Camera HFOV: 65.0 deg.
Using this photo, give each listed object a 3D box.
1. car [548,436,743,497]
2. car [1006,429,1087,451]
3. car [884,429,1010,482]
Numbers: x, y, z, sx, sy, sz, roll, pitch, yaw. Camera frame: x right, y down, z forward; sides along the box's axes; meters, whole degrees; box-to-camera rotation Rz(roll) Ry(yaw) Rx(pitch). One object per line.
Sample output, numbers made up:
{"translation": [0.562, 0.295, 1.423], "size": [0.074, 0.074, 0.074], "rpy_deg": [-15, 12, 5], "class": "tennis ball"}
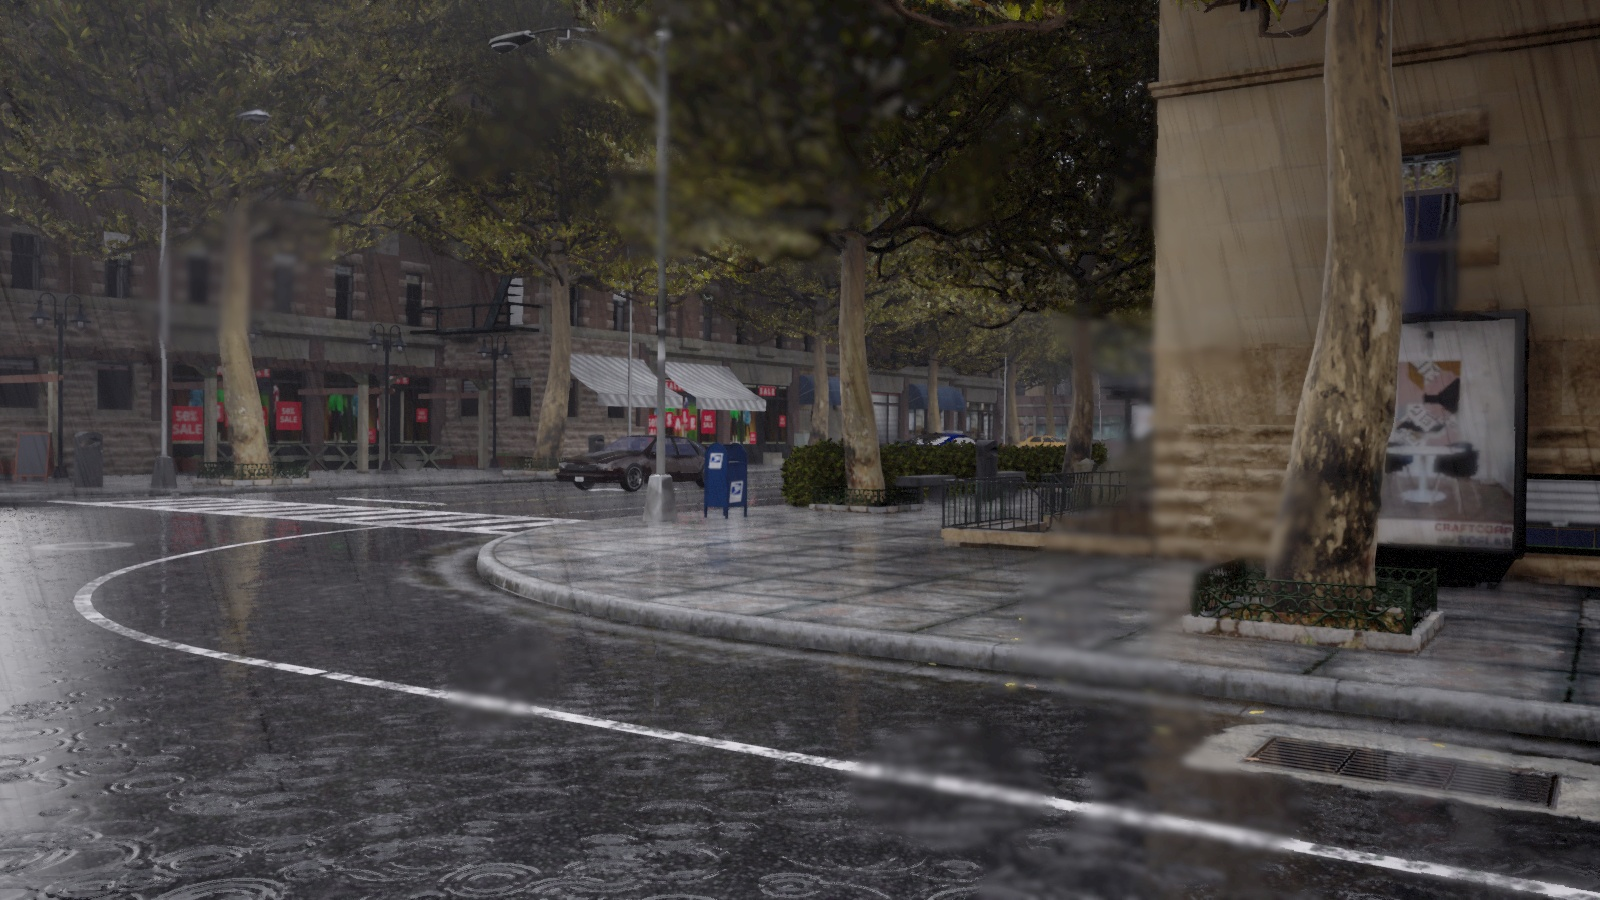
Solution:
{"translation": [-3.879, 0.368, 32.640], "size": [2.033, 1.411, 5.357], "rpy_deg": [0, 1, 33], "class": "car"}
{"translation": [17.662, -0.719, 90.086], "size": [5.366, 1.575, 1.801], "rpy_deg": [0, 1, 32], "class": "car"}
{"translation": [4.675, 0.130, 39.334], "size": [1.882, 1.535, 5.008], "rpy_deg": [0, 1, 33], "class": "car"}
